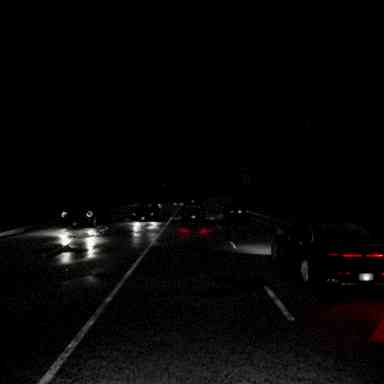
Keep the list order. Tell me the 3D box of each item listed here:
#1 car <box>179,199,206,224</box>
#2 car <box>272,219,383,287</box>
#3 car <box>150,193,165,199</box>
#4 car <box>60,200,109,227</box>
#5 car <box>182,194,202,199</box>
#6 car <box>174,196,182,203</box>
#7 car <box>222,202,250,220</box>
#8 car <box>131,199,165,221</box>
[{"bbox_3d":[0.105,1.523,24.993,1.812,1.442,4.674,0,0,0],"label":"car"},{"bbox_3d":[3.602,1.504,9.288,1.837,1.490,4.892,0,0,0],"label":"car"},{"bbox_3d":[-6.484,1.214,63.073,2.150,2.045,5.566,0,0,3],"label":"car"},{"bbox_3d":[-7.096,1.350,22.351,2.097,1.767,4.553,0,0,0],"label":"car"},{"bbox_3d":[0.131,1.218,42.996,2.150,2.045,5.566,0,0,0],"label":"car"},{"bbox_3d":[-2.616,1.522,68.244,2.033,1.411,5.357,0,0,4],"label":"car"},{"bbox_3d":[3.601,1.545,27.652,2.033,1.411,5.357,0,0,0],"label":"car"},{"bbox_3d":[-3.596,1.545,27.039,2.033,1.411,5.357,0,0,0],"label":"car"}]
